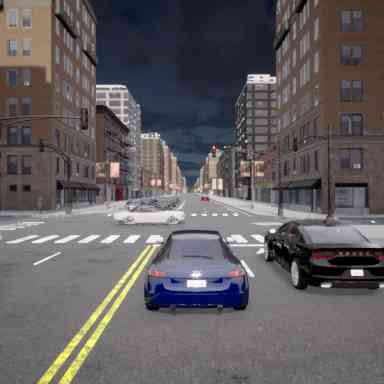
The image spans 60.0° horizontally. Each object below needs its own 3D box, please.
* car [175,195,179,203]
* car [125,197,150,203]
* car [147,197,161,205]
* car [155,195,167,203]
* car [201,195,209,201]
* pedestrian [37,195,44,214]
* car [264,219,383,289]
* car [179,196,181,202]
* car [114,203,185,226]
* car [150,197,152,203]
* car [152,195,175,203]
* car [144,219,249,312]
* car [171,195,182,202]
[{"bbox_3d":[-3.402,1.501,49.785,1.837,1.490,4.892,0,0,0],"label":"car"},{"bbox_3d":[-6.644,1.490,39.223,2.128,1.511,4.902,0,0,0],"label":"car"},{"bbox_3d":[-6.650,1.594,58.423,1.895,1.301,4.718,0,0,0],"label":"car"},{"bbox_3d":[-6.587,1.466,70.961,2.128,1.511,4.902,0,0,0],"label":"car"},{"bbox_3d":[3.152,1.464,80.604,1.882,1.535,5.008,0,0,0],"label":"car"},{"bbox_3d":[-14.180,1.170,31.106,0.375,1.860,0.375,0,0,0],"label":"pedestrian"},{"bbox_3d":[3.327,1.478,9.180,1.882,1.535,5.008,0,0,0],"label":"car"},{"bbox_3d":[-3.396,1.557,59.329,1.994,1.385,4.181,0,0,0],"label":"car"},{"bbox_3d":[-2.814,1.602,22.858,4.718,1.301,1.895,0,0,-1],"label":"car"},{"bbox_3d":[-6.655,1.502,48.469,1.837,1.490,4.892,0,0,0],"label":"car"},{"bbox_3d":[-3.396,1.504,40.476,1.837,1.490,4.892,0,0,0],"label":"car"},{"bbox_3d":[0.079,1.564,7.800,1.994,1.385,4.181,0,0,0],"label":"car"},{"bbox_3d":[-3.340,1.455,73.048,2.033,1.411,5.357,0,0,0],"label":"car"}]
